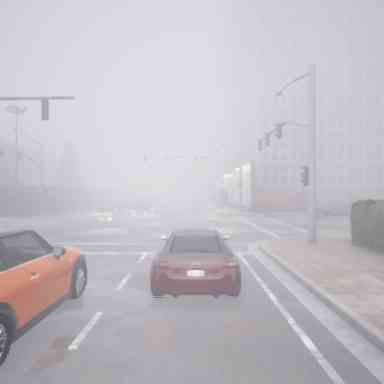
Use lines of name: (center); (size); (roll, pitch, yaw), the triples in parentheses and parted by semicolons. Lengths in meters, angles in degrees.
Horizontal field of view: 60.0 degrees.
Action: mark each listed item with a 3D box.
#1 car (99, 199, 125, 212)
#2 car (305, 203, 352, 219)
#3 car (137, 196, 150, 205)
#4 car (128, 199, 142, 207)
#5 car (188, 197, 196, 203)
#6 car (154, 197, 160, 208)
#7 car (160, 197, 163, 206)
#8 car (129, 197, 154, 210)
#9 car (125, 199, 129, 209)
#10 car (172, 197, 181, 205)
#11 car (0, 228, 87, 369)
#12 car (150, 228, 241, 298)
car: (-10.557, 1.756, 43.103); (2.128, 1.511, 4.902); (0, 0, 1)
car: (13.126, 1.738, 31.029); (4.902, 1.511, 2.128); (0, 0, 0)
car: (-10.424, 1.796, 71.882); (2.097, 1.767, 4.553); (0, 0, 0)
car: (-10.492, 1.978, 61.551); (1.895, 1.301, 4.718); (0, 0, 0)
car: (0.089, 2.069, 84.188); (1.994, 1.385, 4.181); (0, 0, 0)
car: (-7.023, 1.846, 55.645); (1.837, 1.490, 4.892); (0, 0, 0)
car: (-6.955, 1.755, 65.724); (2.097, 1.767, 4.553); (0, 0, 1)
car: (-7.036, 1.638, 46.704); (2.097, 1.767, 4.553); (0, 0, 0)
car: (-10.534, 1.798, 52.252); (1.882, 1.535, 5.008); (0, 0, 0)
car: (-3.392, 1.920, 72.183); (1.882, 1.535, 5.008); (0, 0, 0)
car: (-3.425, 1.387, 5.697); (2.097, 1.767, 4.553); (0, 0, 0)
car: (0.091, 1.619, 8.710); (1.994, 1.385, 4.181); (0, 0, 0)
